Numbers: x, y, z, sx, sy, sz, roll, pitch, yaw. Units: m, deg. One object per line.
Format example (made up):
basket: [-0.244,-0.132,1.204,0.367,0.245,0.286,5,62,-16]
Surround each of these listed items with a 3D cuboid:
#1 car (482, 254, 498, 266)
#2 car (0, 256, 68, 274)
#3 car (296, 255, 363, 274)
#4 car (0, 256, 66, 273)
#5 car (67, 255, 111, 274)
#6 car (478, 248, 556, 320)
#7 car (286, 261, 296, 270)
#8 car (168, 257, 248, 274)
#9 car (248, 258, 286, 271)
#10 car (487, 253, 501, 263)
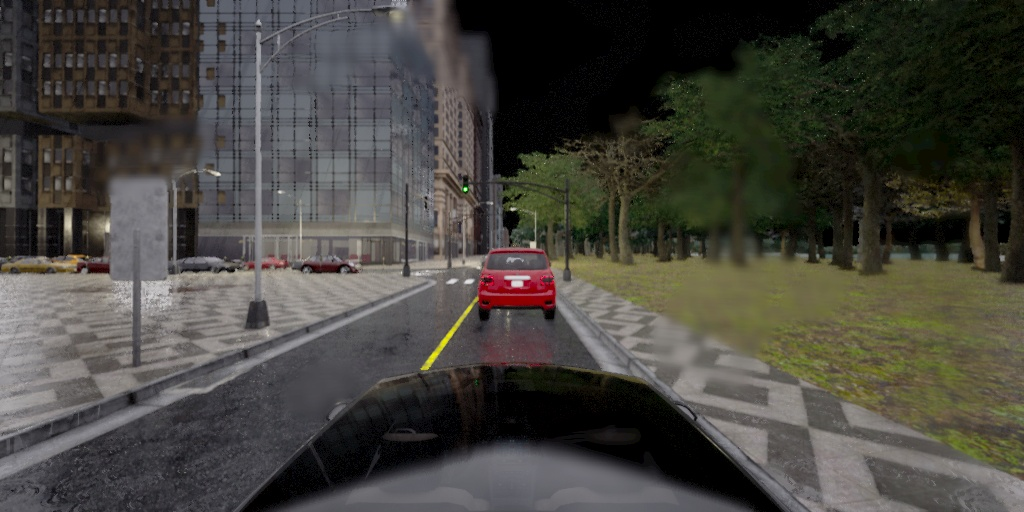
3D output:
car: [-2.905,0.458,47.320,2.033,1.411,5.357,0,1,-3]
car: [-35.177,0.716,27.001,4.829,1.417,1.751,0,0,0]
car: [-13.428,0.613,26.932,4.097,1.591,1.967,0,0,-1]
car: [-44.580,0.725,32.844,4.902,1.511,2.128,0,0,1]
car: [-29.859,0.732,26.984,4.507,1.381,1.888,0,0,0]
car: [0.148,0.768,11.785,2.150,2.045,5.566,0,1,0]
car: [-15.295,0.739,29.662,5.357,1.411,2.033,0,0,6]
car: [-25.450,0.747,29.642,5.357,1.411,2.033,0,0,0]
car: [-24.340,0.816,35.492,4.207,1.307,1.802,0,0,0]
car: [-2.809,0.311,57.363,1.994,1.385,4.181,0,1,1]
